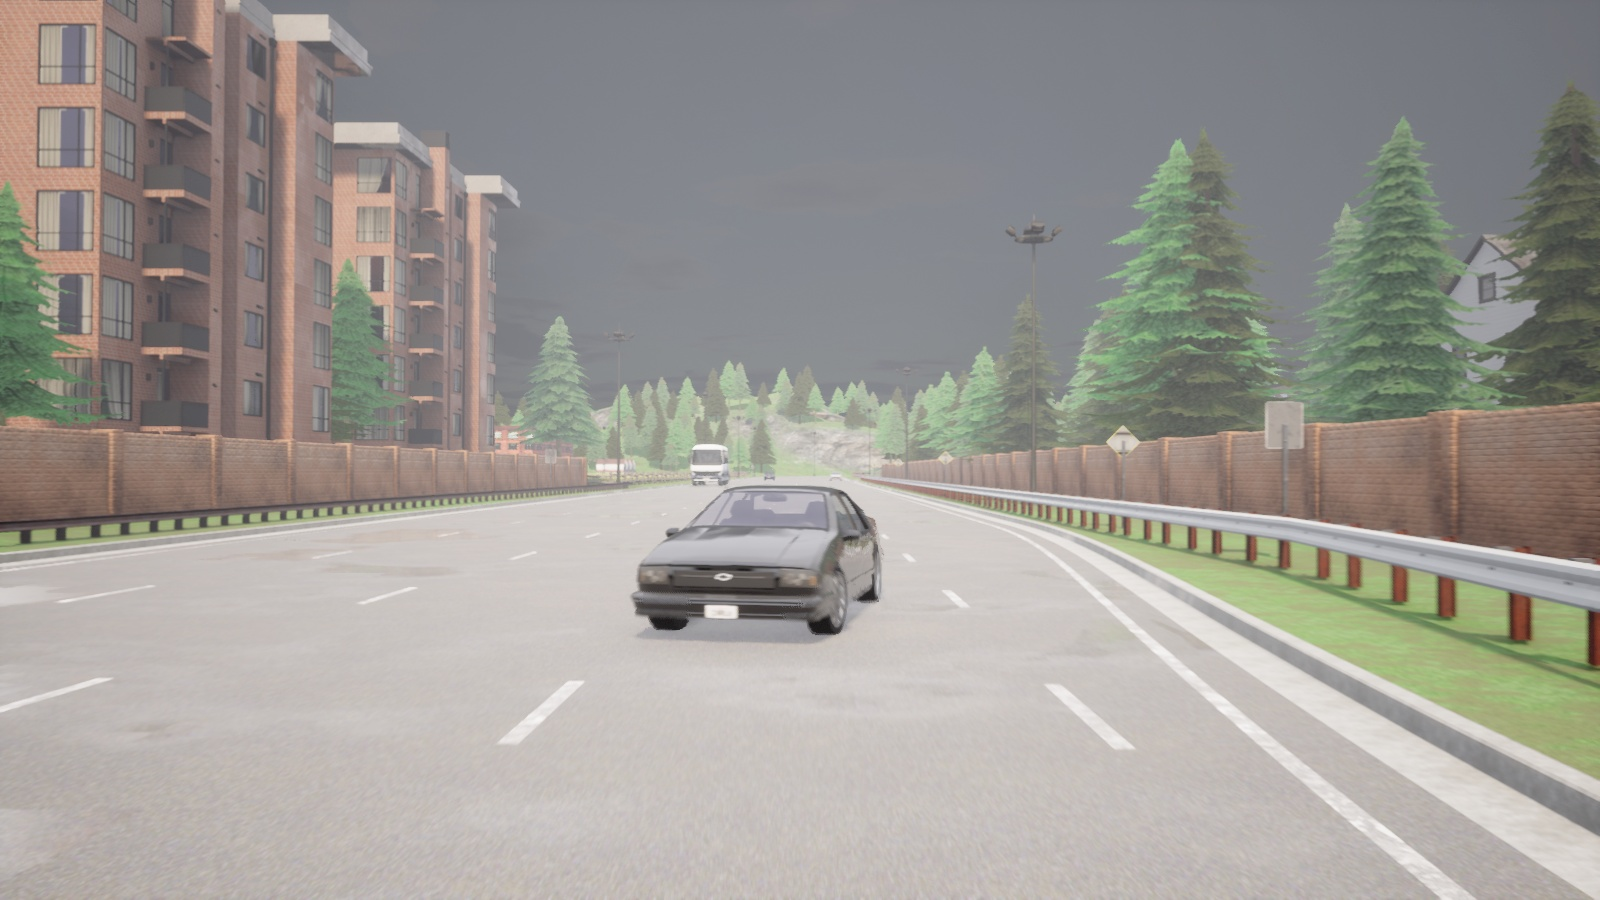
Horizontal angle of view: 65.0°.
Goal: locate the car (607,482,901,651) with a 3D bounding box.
[{"bbox_3d":[-0.226,1.090,13.777,2.033,1.411,5.357,0,-1,11],"label":"car"}]
